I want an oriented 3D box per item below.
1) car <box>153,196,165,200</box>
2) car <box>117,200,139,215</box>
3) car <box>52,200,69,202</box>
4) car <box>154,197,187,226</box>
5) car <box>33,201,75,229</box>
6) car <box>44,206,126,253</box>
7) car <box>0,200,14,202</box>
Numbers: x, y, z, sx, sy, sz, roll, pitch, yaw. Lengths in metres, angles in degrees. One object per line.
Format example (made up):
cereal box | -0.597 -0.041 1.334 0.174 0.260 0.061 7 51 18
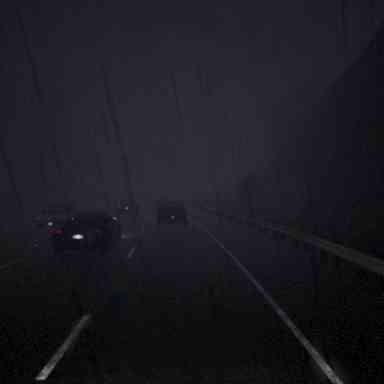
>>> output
car | -3.719 1.264 40.853 1.882 1.535 5.008 0 0 -8
car | -6.023 1.404 31.339 1.994 1.385 4.181 0 0 -7
car | -13.475 1.434 34.471 1.895 1.301 4.718 0 0 -7
car | -1.425 1.359 22.494 1.882 1.535 5.008 0 0 -6
car | -8.271 1.499 21.017 1.895 1.301 4.718 0 0 -6
car | -4.060 1.497 13.388 1.994 1.385 4.181 0 0 -4
car | -25.782 1.139 46.338 2.097 1.767 4.553 0 0 -7
